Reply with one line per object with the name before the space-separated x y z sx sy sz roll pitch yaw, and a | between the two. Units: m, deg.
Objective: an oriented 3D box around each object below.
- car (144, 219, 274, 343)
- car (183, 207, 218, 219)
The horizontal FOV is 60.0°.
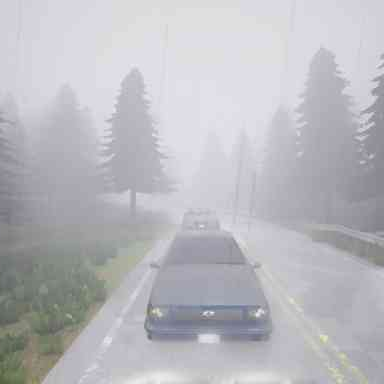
car | 0.271 1.557 7.076 2.033 1.411 5.357 0 0 1
car | 0.448 1.584 19.161 1.994 1.385 4.181 0 0 -2
